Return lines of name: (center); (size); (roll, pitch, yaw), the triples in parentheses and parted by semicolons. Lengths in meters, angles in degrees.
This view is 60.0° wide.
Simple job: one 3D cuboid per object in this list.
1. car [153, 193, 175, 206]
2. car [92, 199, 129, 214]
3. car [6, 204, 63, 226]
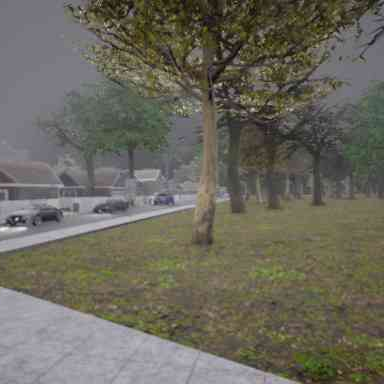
car: (-4.404, 1.128, 53.043); (2.150, 2.045, 5.566); (-1, 0, 13)
car: (-8.414, 1.490, 34.990); (2.033, 1.411, 5.357); (-1, 0, 13)
car: (-10.962, 1.571, 23.453); (1.994, 1.385, 4.181); (-1, 0, 11)
